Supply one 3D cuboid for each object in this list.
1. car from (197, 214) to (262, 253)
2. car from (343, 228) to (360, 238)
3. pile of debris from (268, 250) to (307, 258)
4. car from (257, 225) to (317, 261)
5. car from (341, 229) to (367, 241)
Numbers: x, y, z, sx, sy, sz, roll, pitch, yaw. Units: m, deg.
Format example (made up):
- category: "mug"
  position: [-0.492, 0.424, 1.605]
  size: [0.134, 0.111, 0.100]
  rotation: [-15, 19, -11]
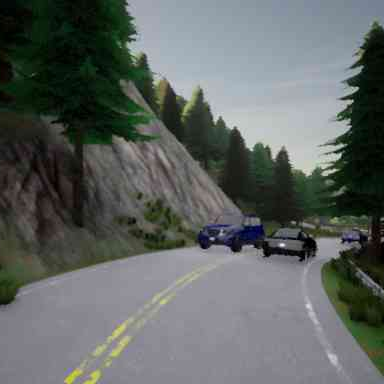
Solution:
- category: "car"
  position: [2.443, 2.270, 19.178]
  size: [2.150, 2.045, 5.566]
  rotation: [0, -5, 31]
- category: "car"
  position: [25.968, 6.702, 54.109]
  size: [1.994, 1.385, 4.181]
  rotation: [0, -5, 33]
- category: "pile of debris"
  position: [5.019, 3.225, 17.418]
  size: [1.500, 0.140, 1.860]
  rotation: [0, -5, 31]
- category: "car"
  position: [4.965, 2.524, 16.569]
  size: [1.994, 1.385, 4.181]
  rotation: [1, -5, 28]
- category: "car"
  position: [16.569, 4.553, 33.855]
  size: [2.033, 1.411, 5.357]
  rotation: [0, -5, 35]
